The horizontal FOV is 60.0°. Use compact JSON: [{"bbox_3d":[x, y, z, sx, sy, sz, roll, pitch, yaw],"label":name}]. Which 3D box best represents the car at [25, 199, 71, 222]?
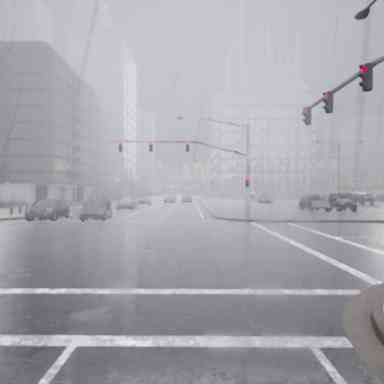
[{"bbox_3d":[-11.357,1.352,26.429,2.097,1.767,4.553,0,0,-1],"label":"car"}]

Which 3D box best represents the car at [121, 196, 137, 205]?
[{"bbox_3d":[-11.540,1.496,61.337,2.128,1.511,4.902,0,0,0],"label":"car"}]

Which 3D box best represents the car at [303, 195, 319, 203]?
[{"bbox_3d":[24.504,1.400,68.495,1.970,1.475,3.806,0,0,0],"label":"car"}]

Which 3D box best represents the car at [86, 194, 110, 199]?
[{"bbox_3d":[-11.480,1.225,40.785,2.150,2.045,5.566,0,0,0],"label":"car"}]

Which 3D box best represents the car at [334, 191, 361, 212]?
[{"bbox_3d":[16.084,1.159,35.912,1.905,1.878,3.866,0,0,0],"label":"car"}]

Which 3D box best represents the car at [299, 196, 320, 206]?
[{"bbox_3d":[18.761,1.399,53.384,1.970,1.475,3.806,0,0,0],"label":"car"}]

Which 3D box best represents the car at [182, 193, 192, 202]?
[{"bbox_3d":[-1.060,1.186,74.624,2.097,1.767,4.553,0,0,0],"label":"car"}]

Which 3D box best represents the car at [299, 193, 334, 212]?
[{"bbox_3d":[13.189,1.156,35.962,1.932,1.855,4.605,0,0,0],"label":"car"}]

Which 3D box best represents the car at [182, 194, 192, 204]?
[{"bbox_3d":[-1.015,1.605,65.895,1.895,1.301,4.718,0,0,0],"label":"car"}]

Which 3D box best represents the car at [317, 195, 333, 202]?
[{"bbox_3d":[27.399,1.369,68.499,1.784,1.438,3.905,0,0,0],"label":"car"}]

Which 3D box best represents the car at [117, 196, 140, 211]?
[{"bbox_3d":[-7.980,1.529,40.757,1.812,1.442,4.674,0,0,-1],"label":"car"}]

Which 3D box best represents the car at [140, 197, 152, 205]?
[{"bbox_3d":[-8.044,1.568,56.960,1.994,1.385,4.181,0,0,0],"label":"car"}]

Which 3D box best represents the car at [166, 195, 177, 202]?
[{"bbox_3d":[-4.560,1.356,74.635,2.128,1.511,4.902,0,0,0],"label":"car"}]

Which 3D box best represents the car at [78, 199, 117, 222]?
[{"bbox_3d":[-7.527,1.549,26.434,2.033,1.411,5.357,0,0,-6],"label":"car"}]

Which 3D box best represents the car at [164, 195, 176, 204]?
[{"bbox_3d":[-4.514,1.568,65.797,1.994,1.385,4.181,0,0,0],"label":"car"}]
